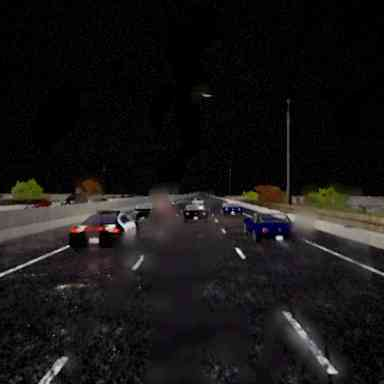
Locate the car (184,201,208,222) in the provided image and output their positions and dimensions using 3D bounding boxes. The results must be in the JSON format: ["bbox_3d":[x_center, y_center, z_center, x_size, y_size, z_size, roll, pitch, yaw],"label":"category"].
[{"bbox_3d":[0.311,1.681,27.124,1.895,1.301,4.718,0,0,1],"label":"car"}]

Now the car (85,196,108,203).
[{"bbox_3d":[-13.373,1.651,48.141,1.837,1.490,4.892,0,-1,2],"label":"car"}]

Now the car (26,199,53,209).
[{"bbox_3d":[-20.468,1.653,44.833,1.812,1.442,4.674,0,0,2],"label":"car"}]

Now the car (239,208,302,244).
[{"bbox_3d":[3.691,1.646,16.170,1.895,1.301,4.718,0,0,1],"label":"car"}]

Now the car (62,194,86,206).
[{"bbox_3d":[-16.864,1.367,48.377,2.150,2.045,5.566,0,-1,2],"label":"car"}]

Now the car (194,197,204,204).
[{"bbox_3d":[1.585,1.792,74.798,2.128,1.511,4.902,0,0,2],"label":"car"}]

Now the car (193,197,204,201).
[{"bbox_3d":[1.046,1.789,56.621,1.895,1.301,4.718,0,0,2],"label":"car"}]

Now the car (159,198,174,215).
[{"bbox_3d":[-3.105,1.461,36.043,2.097,1.767,4.553,0,0,1],"label":"car"}]

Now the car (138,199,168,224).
[{"bbox_3d":[-3.305,1.564,25.106,2.128,1.511,4.902,0,0,1],"label":"car"}]

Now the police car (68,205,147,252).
[{"bbox_3d":[-3.435,1.542,14.139,2.038,1.542,4.974,0,0,0],"label":"police car"}]

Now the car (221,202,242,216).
[{"bbox_3d":[3.961,1.707,34.003,1.895,1.301,4.718,0,0,1],"label":"car"}]
